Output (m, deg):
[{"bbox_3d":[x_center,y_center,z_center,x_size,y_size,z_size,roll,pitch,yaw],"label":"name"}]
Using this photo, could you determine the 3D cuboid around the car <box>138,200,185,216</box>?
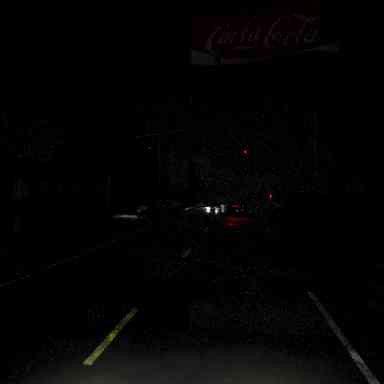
[{"bbox_3d":[-3.030,1.533,33.364,4.674,1.442,1.812,-1,2,-22],"label":"car"}]

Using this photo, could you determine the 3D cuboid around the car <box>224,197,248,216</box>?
[{"bbox_3d":[4.664,1.584,34.003,2.128,1.511,4.902,1,0,8],"label":"car"}]

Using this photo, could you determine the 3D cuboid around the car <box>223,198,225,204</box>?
[{"bbox_3d":[5.333,1.544,64.421,1.812,1.442,4.674,1,0,9],"label":"car"}]

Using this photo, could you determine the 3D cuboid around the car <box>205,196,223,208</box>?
[{"bbox_3d":[3.127,1.561,49.186,1.994,1.385,4.181,1,0,8],"label":"car"}]
